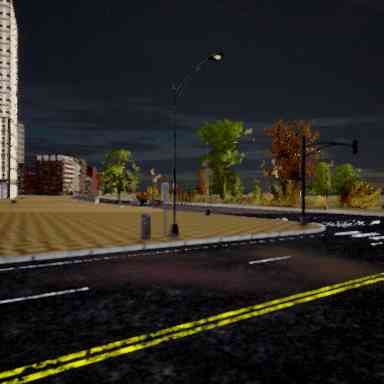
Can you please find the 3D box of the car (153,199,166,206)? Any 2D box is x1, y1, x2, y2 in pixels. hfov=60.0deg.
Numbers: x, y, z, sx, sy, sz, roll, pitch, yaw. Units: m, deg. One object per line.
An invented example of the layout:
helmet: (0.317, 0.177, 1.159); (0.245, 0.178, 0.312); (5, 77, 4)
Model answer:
car: (-6.439, 1.891, 61.237); (1.994, 1.385, 4.181); (0, 0, -29)

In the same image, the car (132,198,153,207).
car: (-9.252, 1.824, 59.603); (1.837, 1.490, 4.892); (0, -1, -29)
